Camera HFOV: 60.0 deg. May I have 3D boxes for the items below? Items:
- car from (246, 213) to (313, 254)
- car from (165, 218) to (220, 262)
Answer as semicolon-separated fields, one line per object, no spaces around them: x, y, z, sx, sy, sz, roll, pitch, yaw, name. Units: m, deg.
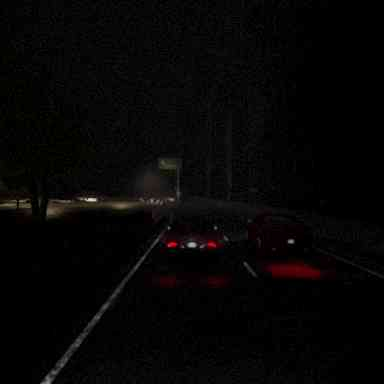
3.528;1.617;14.252;1.882;1.535;5.008;0;0;0;car
0.012;1.671;12.534;2.033;1.411;5.357;0;-1;0;car
